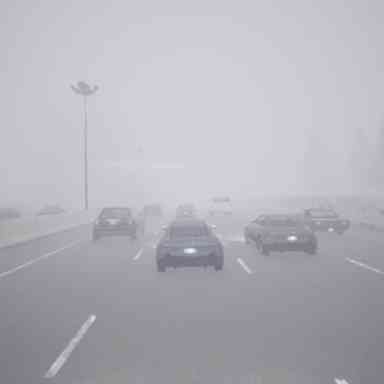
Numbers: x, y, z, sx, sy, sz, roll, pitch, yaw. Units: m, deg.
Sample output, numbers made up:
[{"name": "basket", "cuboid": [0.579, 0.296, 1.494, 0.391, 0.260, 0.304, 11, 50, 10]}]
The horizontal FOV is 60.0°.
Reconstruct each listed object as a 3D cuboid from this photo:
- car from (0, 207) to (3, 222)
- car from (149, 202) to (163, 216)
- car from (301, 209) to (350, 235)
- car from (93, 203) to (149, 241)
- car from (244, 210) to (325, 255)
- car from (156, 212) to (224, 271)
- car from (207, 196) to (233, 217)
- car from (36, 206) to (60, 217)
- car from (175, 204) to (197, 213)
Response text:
[{"name": "car", "cuboid": [-18.271, 2.118, 32.170, 1.812, 1.442, 4.674, -1, -1, -1]}, {"name": "car", "cuboid": [-4.221, 1.878, 36.538, 1.882, 1.535, 5.008, -1, -1, -1]}, {"name": "car", "cuboid": [6.724, 1.575, 18.431, 1.895, 1.301, 4.718, -1, -1, -1]}, {"name": "car", "cuboid": [-3.768, 1.507, 17.827, 2.097, 1.767, 4.553, -1, -1, -1]}, {"name": "car", "cuboid": [3.348, 1.551, 13.268, 1.994, 1.385, 4.181, -1, 0, -1]}, {"name": "car", "cuboid": [-0.099, 1.598, 11.124, 1.994, 1.385, 4.181, -1, 0, -1]}, {"name": "car", "cuboid": [2.826, 1.468, 34.414, 2.150, 2.045, 5.566, -1, -1, -1]}, {"name": "car", "cuboid": [-14.819, 2.136, 35.122, 1.994, 1.385, 4.181, -1, -1, -1]}, {"name": "car", "cuboid": [-0.551, 1.790, 29.586, 2.033, 1.411, 5.357, -1, -1, -1]}]
